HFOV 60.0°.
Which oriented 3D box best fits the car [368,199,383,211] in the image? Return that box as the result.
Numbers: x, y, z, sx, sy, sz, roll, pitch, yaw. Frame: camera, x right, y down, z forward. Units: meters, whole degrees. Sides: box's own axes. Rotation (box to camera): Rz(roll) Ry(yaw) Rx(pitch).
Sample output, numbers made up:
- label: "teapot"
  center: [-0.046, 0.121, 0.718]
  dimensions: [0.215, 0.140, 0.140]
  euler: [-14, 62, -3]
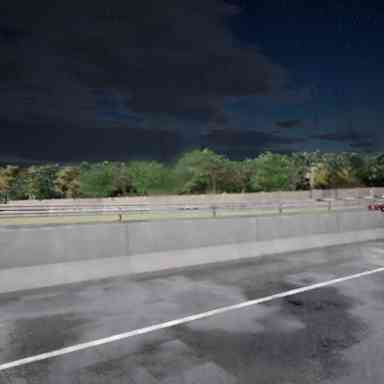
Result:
- label: "car"
  center: [24.650, 1.673, 42.951]
  dimensions: [5.008, 1.535, 1.882]
  euler: [-1, 0, -35]
